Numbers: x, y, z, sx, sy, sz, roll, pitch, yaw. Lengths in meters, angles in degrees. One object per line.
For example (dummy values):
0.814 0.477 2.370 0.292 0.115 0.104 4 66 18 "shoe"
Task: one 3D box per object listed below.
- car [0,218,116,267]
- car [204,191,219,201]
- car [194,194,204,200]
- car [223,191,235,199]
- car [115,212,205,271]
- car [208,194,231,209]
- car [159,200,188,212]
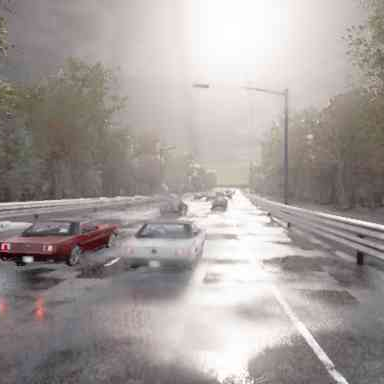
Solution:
-4.118 1.524 11.198 1.895 1.301 4.718 0 0 8 "car"
4.291 1.170 73.695 1.812 1.442 4.674 0 0 8 "car"
1.627 1.112 80.145 2.128 1.511 4.902 0 0 8 "car"
9.964 1.089 89.612 1.837 1.490 4.892 0 0 8 "car"
-0.652 1.549 10.731 1.895 1.301 4.718 0 0 8 "car"
3.491 1.372 41.513 2.033 1.411 5.357 0 0 8 "car"
-1.580 1.393 30.088 2.033 1.411 5.357 0 0 8 "car"
